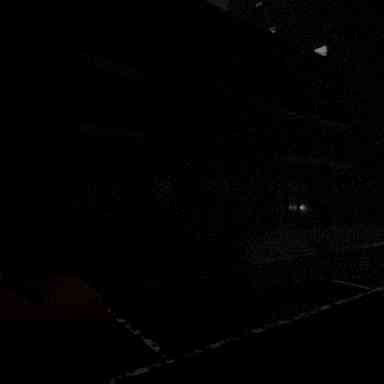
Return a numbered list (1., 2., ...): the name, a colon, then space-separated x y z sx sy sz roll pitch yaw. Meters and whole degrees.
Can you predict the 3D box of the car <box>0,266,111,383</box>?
1. car: -3.385 1.525 3.659 4.829 1.417 1.752 0 2 -35
